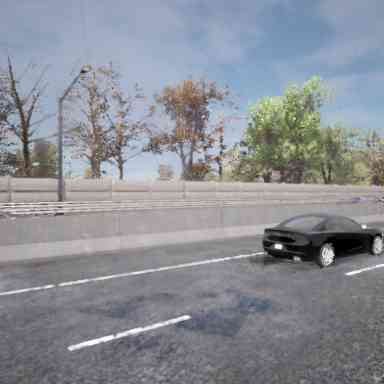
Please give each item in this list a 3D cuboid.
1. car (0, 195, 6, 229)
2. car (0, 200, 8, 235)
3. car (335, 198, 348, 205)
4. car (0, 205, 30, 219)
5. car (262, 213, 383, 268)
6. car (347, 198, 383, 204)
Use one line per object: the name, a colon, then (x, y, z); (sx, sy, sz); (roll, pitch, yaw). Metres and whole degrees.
car: (-14.288, 1.224, 19.596); (5.566, 2.045, 2.150); (0, 0, -35)
car: (-12.058, 1.354, 16.885); (4.553, 1.767, 2.097); (0, 0, -35)
car: (21.538, 1.520, 45.102); (5.357, 1.411, 2.033); (0, 0, -35)
car: (-9.570, 1.492, 14.362); (4.902, 1.511, 2.128); (0, 0, -35)
car: (4.580, 1.464, 11.309); (5.008, 1.535, 1.882); (0, 0, -35)
car: (21.960, 1.519, 41.126); (5.357, 1.411, 2.033); (0, 0, -35)
